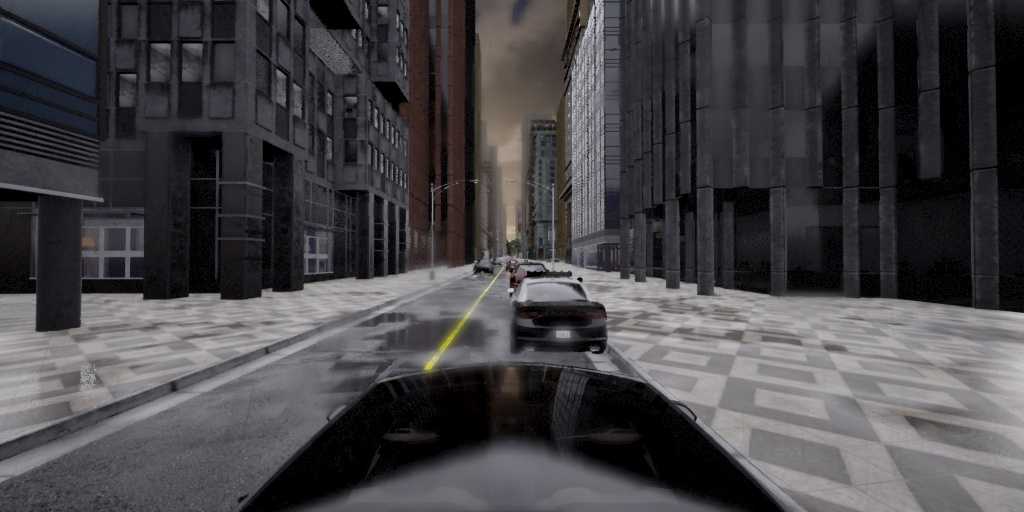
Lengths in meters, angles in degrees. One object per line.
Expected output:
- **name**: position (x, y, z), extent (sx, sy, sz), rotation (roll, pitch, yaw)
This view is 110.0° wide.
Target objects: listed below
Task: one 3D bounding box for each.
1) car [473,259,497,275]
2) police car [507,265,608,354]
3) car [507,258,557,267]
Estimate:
- **car**: position (-3.055, 1.094, 39.216), extent (2.097, 1.767, 4.553), rotation (0, 0, 0)
- **police car**: position (0.907, 1.177, 8.911), extent (1.930, 1.638, 5.238), rotation (0, 0, 0)
- **car**: position (0.918, 1.100, 18.772), extent (2.097, 1.767, 4.553), rotation (0, 0, 0)
